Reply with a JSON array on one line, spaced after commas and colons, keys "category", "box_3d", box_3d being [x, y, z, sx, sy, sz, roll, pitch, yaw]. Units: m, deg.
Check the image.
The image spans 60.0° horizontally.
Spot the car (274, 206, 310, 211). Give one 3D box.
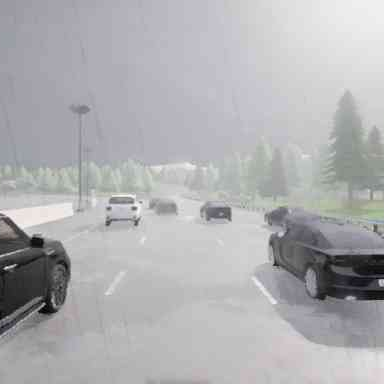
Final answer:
[{"category": "car", "box_3d": [6.105, 1.546, 20.564, 2.033, 1.411, 5.357, 0, 0, -5]}]

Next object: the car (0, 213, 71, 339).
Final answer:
[{"category": "car", "box_3d": [-3.493, 1.220, 4.388, 2.150, 2.045, 5.566, 0, 0, -1]}]

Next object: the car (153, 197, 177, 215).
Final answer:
[{"category": "car", "box_3d": [-2.600, 1.475, 33.422, 1.882, 1.535, 5.008, 0, 0, -8]}]

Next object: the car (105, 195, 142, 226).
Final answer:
[{"category": "car", "box_3d": [-4.785, 1.220, 23.659, 2.150, 2.045, 5.566, 0, 0, -7]}]

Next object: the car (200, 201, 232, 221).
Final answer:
[{"category": "car", "box_3d": [1.854, 1.476, 26.998, 1.882, 1.535, 5.008, 0, 0, -7]}]

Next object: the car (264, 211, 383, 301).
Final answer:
[{"category": "car", "box_3d": [3.374, 1.477, 8.410, 1.882, 1.535, 5.008, 0, 0, -2]}]

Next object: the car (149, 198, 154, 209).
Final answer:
[{"category": "car", "box_3d": [-4.707, 1.502, 44.782, 1.837, 1.490, 4.892, 0, 0, -13]}]
